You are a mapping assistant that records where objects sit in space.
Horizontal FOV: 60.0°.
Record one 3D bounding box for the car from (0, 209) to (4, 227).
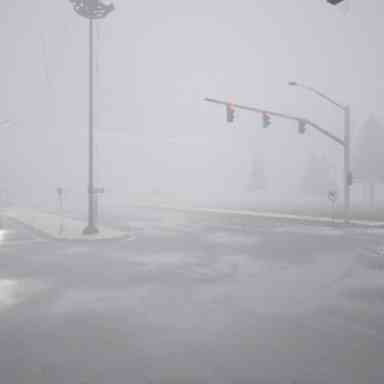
[{"bbox_3d":[-13.703,1.506,21.830,1.837,1.490,4.892,0,0,-35],"label":"car"}]
